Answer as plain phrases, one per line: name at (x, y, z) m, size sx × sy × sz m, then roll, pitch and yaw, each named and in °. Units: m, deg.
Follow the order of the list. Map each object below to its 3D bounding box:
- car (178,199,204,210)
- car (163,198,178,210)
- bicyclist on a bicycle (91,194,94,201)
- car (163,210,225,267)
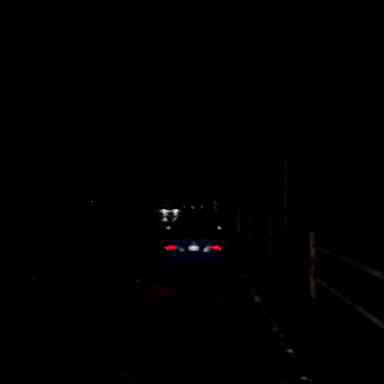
car at (0.082, 1.397, 31.203) m, size 2.097 × 1.767 × 4.553 m, roll 0°, pitch 0°, yaw 0°
car at (-2.843, 1.588, 44.833) m, size 1.812 × 1.442 × 4.674 m, roll 0°, pitch 0°, yaw 0°
bicyclist on a bicycle at (-22.489, 1.235, 75.191) m, size 0.582 × 1.620 × 1.656 m, roll 1°, pitch 0°, yaw 1°
car at (0.064, 1.565, 11.485) m, size 2.033 × 1.411 × 5.357 m, roll 0°, pitch 0°, yaw 0°
